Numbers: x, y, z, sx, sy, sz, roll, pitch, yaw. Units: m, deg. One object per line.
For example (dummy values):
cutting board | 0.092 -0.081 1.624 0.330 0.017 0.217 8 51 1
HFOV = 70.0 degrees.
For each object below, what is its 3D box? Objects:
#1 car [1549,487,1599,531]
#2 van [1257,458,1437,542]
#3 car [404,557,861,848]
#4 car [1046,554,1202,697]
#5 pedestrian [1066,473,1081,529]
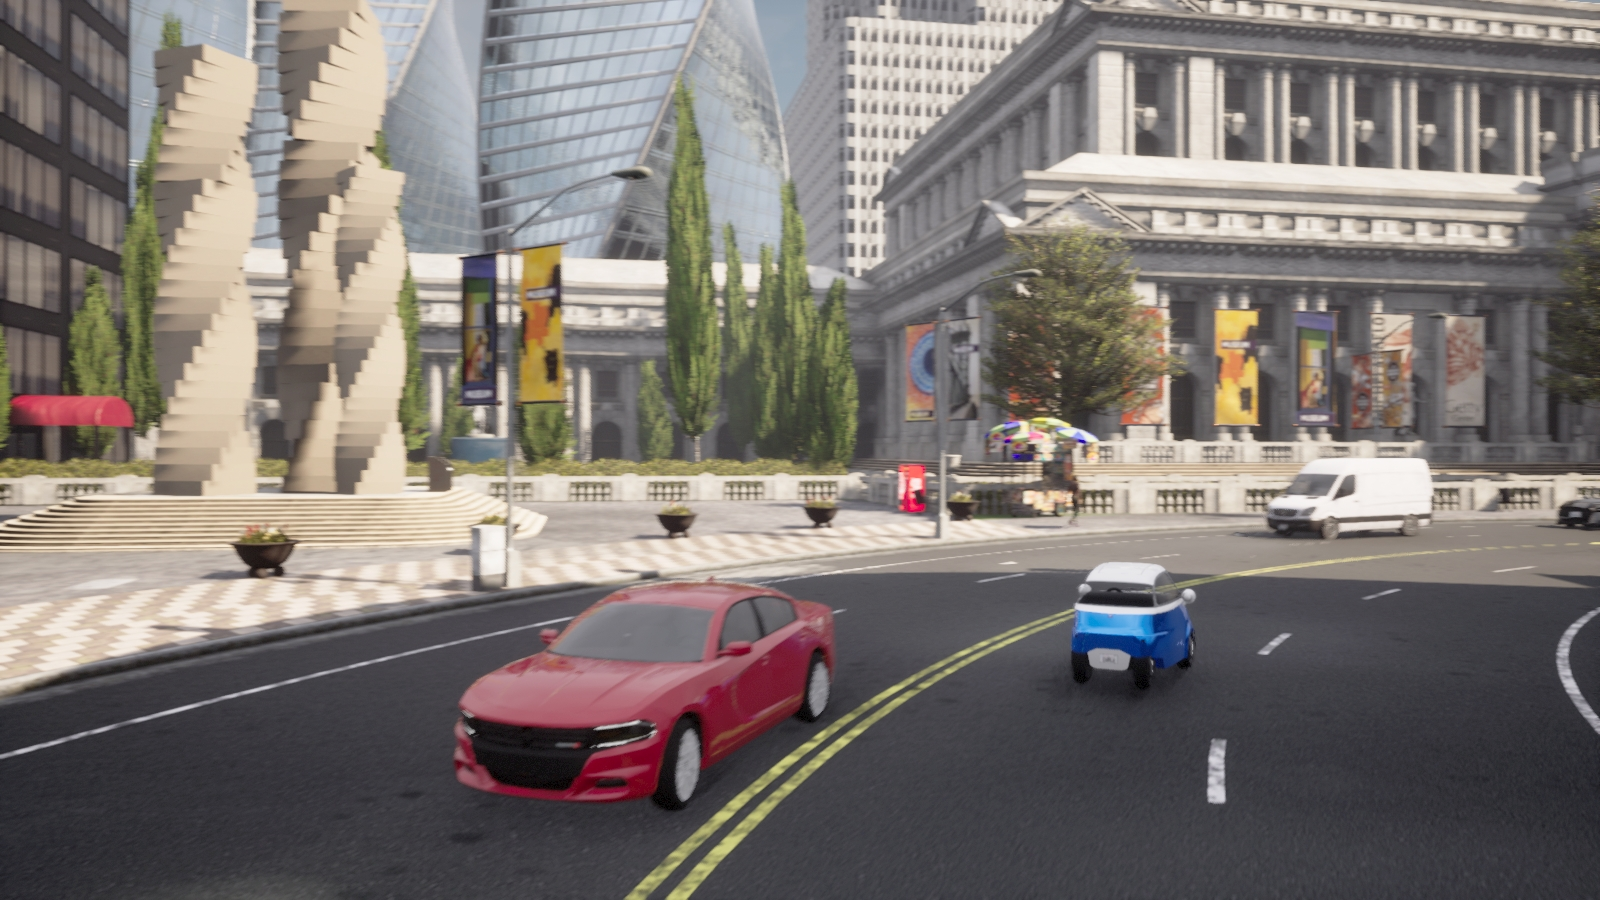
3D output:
car | 29.445 2.106 41.298 3.806 1.475 1.970 0 0 -16
van | 17.887 1.560 37.282 5.915 2.561 1.988 0 0 -25
car | -1.180 2.033 10.743 2.097 1.535 5.006 0 0 20
car | 4.120 2.126 14.380 1.481 1.376 2.207 0 0 27
pedestrian | 9.252 1.710 38.653 0.375 1.860 0.375 0 0 -43
